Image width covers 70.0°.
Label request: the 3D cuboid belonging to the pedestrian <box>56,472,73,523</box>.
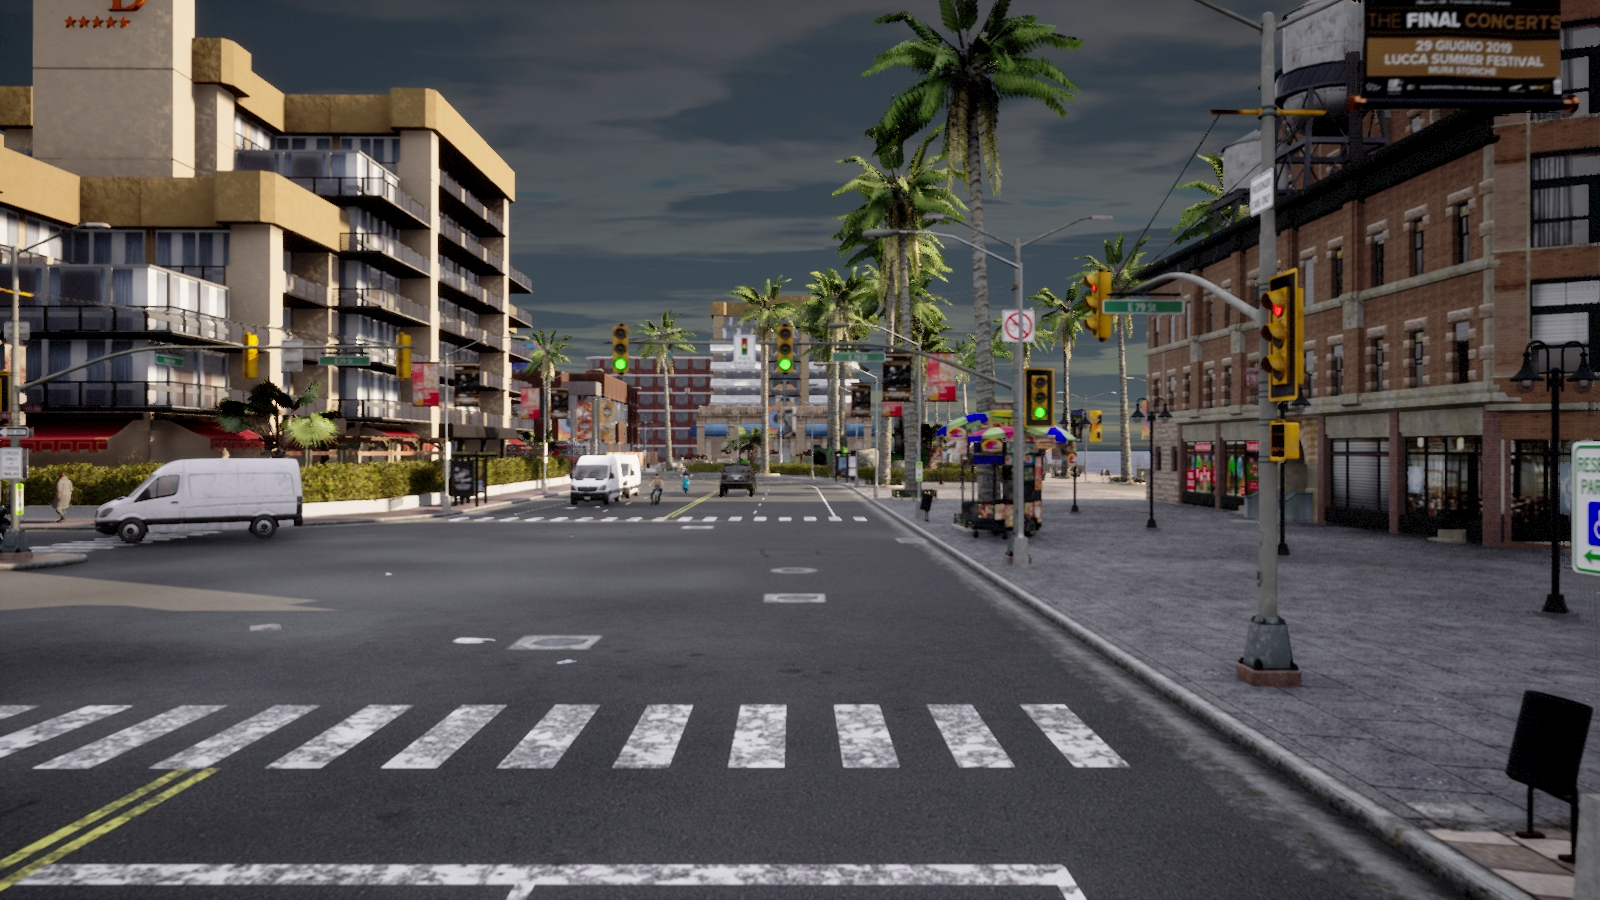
[{"bbox_3d":[-26.942,1.724,41.865,0.375,1.860,0.375,0,0,14],"label":"pedestrian"}]

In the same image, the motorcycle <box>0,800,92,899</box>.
[{"bbox_3d":[-3.736,2.217,4.351,0.803,1.145,2.033,0,0,1],"label":"motorcycle"}]

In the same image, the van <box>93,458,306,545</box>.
[{"bbox_3d":[-19.180,1.559,36.664,5.915,2.561,1.988,0,0,-30],"label":"van"}]

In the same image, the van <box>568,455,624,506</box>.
[{"bbox_3d":[-10.838,1.575,61.033,1.988,2.561,5.915,0,0,0],"label":"van"}]

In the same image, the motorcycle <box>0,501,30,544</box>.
[{"bbox_3d":[-25.142,2.229,35.196,2.209,1.251,0.867,0,0,-4],"label":"motorcycle"}]

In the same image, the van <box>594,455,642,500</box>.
[{"bbox_3d":[-10.891,1.579,68.692,1.988,2.561,5.915,0,0,-1],"label":"van"}]

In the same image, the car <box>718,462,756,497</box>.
[{"bbox_3d":[-3.942,1.827,72.649,2.150,2.045,5.566,0,0,0],"label":"car"}]
